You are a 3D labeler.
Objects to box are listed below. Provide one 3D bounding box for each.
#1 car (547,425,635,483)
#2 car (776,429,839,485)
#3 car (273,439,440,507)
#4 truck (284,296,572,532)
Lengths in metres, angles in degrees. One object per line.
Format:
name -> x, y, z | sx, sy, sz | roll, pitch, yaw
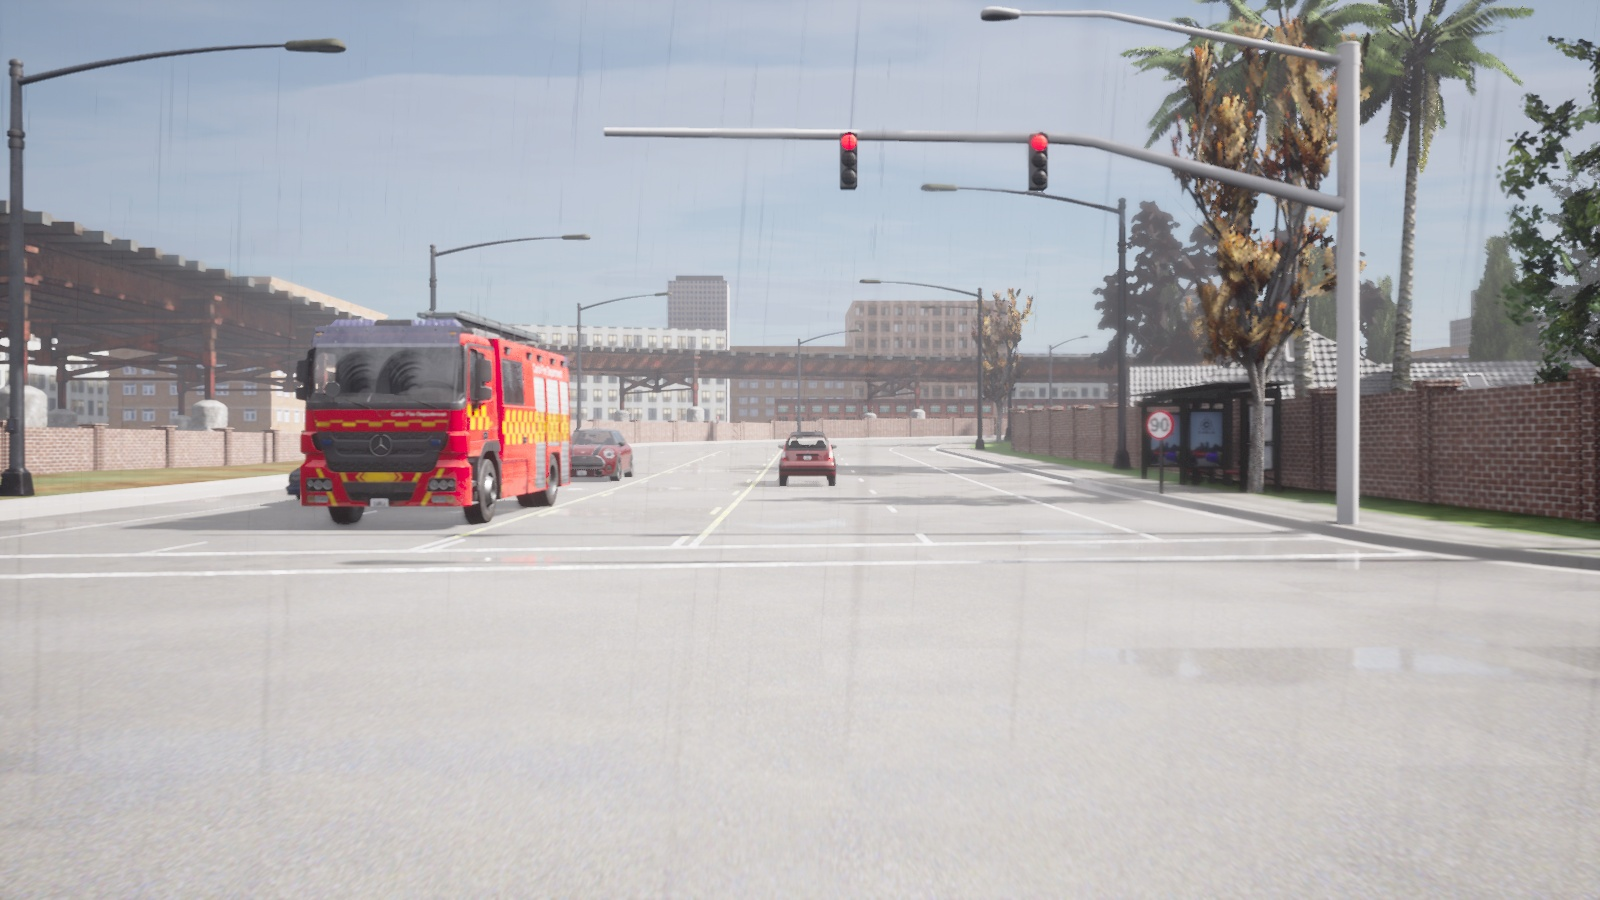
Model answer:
car -> -6.759, 0.085, 41.028 | 2.097, 1.767, 4.553 | 0, 1, 0
car -> 0.230, 0.176, 39.032 | 1.851, 1.617, 3.988 | 0, 1, 0
car -> -10.322, 0.473, 29.728 | 2.033, 1.411, 5.357 | 0, 1, 0
truck -> -6.815, -0.654, 24.620 | 2.891, 3.827, 8.468 | 0, 1, 2
